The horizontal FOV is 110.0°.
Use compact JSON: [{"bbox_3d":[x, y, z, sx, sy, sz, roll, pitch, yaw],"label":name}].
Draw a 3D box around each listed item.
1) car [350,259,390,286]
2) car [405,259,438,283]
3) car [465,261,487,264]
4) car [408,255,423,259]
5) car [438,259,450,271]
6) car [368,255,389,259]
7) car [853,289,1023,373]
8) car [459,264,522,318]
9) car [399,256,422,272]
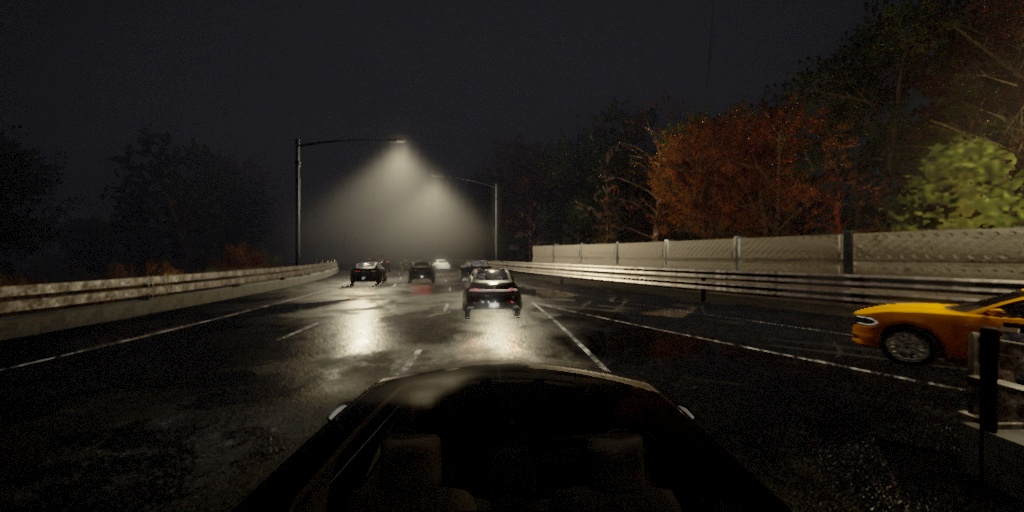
[{"bbox_3d":[-9.884,1.172,24.904,2.128,1.511,4.902,0,0,-13],"label":"car"},{"bbox_3d":[-6.927,1.177,27.497,1.837,1.490,4.892,0,0,-14],"label":"car"},{"bbox_3d":[-3.014,1.160,29.053,2.128,1.511,4.902,0,0,-21],"label":"car"},{"bbox_3d":[-16.246,0.802,58.902,2.150,2.045,5.566,0,0,-31],"label":"car"},{"bbox_3d":[-8.927,1.147,44.498,1.812,1.442,4.674,0,0,-23],"label":"car"},{"bbox_3d":[-16.496,0.843,44.448,2.150,2.045,5.566,0,0,-24],"label":"car"},{"bbox_3d":[8.754,1.216,5.609,1.882,1.535,5.008,0,0,-35],"label":"car"},{"bbox_3d":[-0.778,1.209,12.894,2.128,1.511,4.902,0,0,-6],"label":"car"},{"bbox_3d":[-12.891,1.125,44.887,1.837,1.490,4.892,0,0,-23],"label":"car"}]
